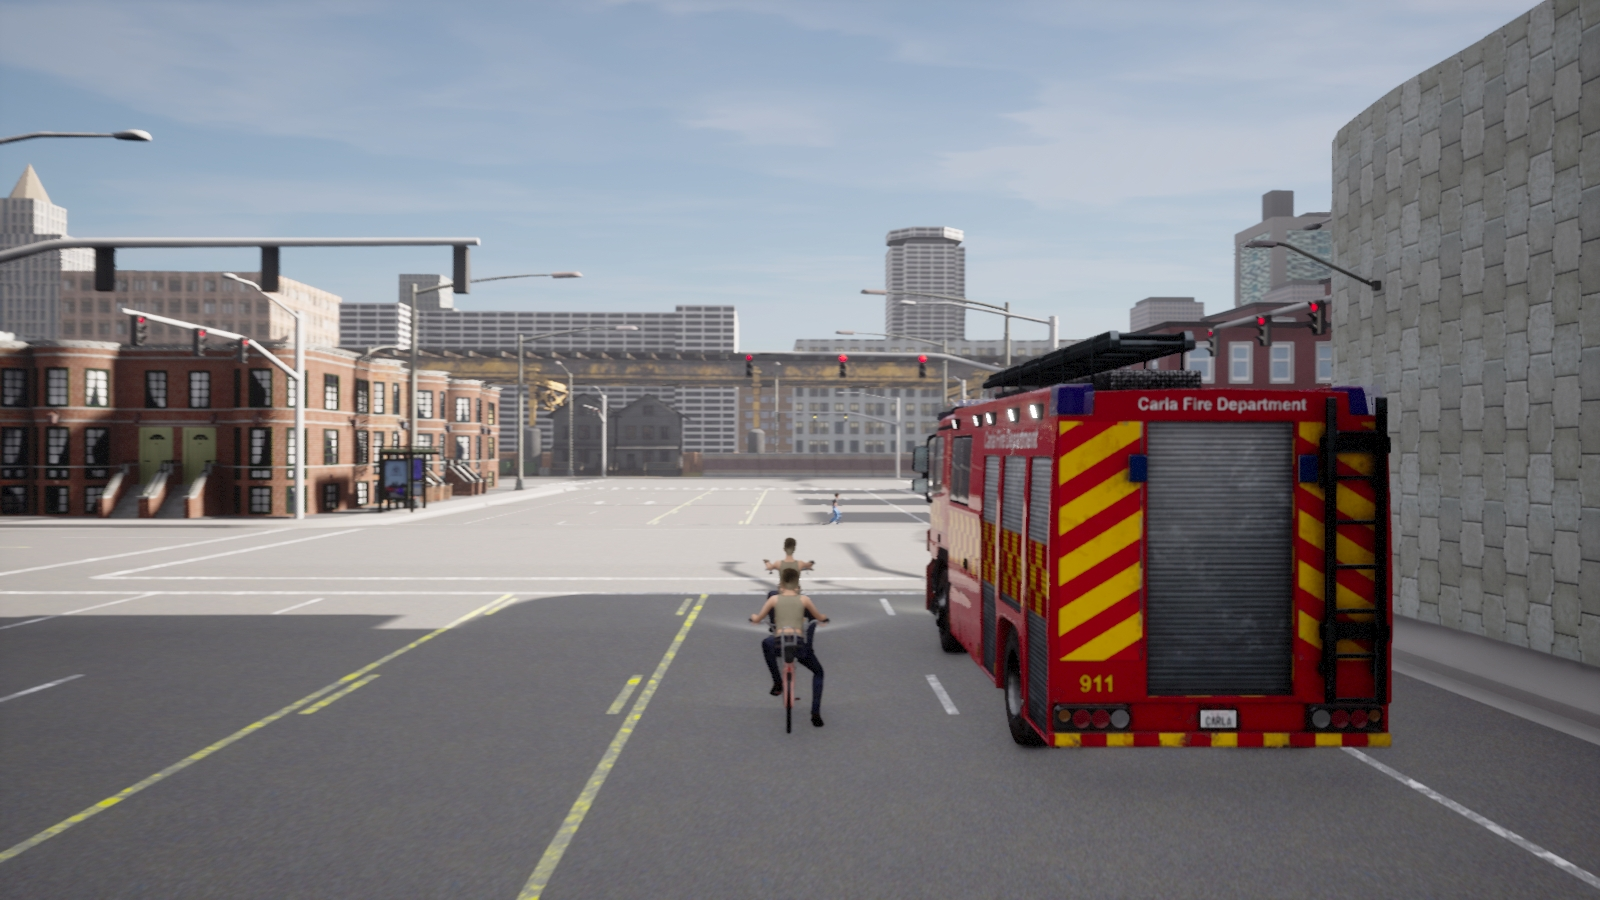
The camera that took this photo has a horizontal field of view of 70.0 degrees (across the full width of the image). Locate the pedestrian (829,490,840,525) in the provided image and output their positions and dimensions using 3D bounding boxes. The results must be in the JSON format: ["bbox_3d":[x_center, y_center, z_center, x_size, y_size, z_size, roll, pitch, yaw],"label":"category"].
[{"bbox_3d":[1.288,2.138,42.700,0.375,1.300,0.375,0,0,0],"label":"pedestrian"}]

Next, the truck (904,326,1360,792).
[{"bbox_3d":[3.124,0.900,13.633,2.891,3.827,8.468,0,0,-1],"label":"truck"}]

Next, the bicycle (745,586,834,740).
[{"bbox_3d":[-0.111,2.147,11.781,0.859,1.301,1.487,0,0,-1],"label":"bicycle"}]
